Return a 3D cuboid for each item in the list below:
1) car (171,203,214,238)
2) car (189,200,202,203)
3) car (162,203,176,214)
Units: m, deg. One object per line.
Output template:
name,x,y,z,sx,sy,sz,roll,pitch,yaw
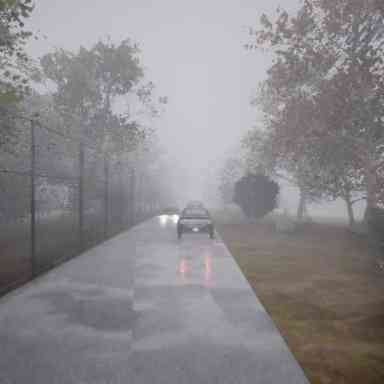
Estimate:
car,0.189,1.587,18.154,2.128,1.511,4.902,0,-1,0
car,0.340,1.710,36.577,2.097,1.767,4.553,0,-1,0
car,-2.572,2.052,41.039,1.895,1.301,4.718,0,-1,1
